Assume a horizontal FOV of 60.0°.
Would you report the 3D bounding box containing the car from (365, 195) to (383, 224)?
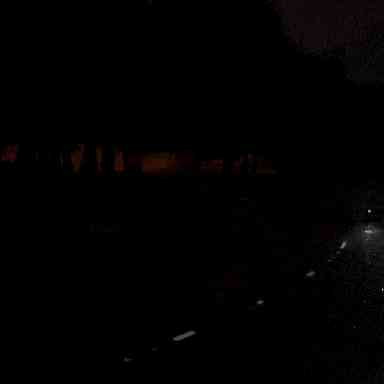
[{"bbox_3d":[10.090,0.867,17.328,1.895,1.301,4.718,1,4,29],"label":"car"}]
